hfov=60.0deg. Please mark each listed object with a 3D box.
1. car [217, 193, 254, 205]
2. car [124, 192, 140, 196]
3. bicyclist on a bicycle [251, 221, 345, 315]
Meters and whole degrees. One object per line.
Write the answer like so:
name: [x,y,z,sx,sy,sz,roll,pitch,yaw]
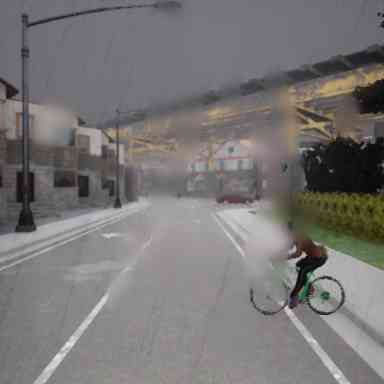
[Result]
car: [5.840,0.963,44.827,5.008,1.535,1.882,1,1,-4]
car: [-16.836,0.402,91.566,4.974,1.542,2.038,0,1,-15]
bicyclist on a bicycle: [1.833,1.334,5.761,1.656,1.620,0.582,0,1,0]
